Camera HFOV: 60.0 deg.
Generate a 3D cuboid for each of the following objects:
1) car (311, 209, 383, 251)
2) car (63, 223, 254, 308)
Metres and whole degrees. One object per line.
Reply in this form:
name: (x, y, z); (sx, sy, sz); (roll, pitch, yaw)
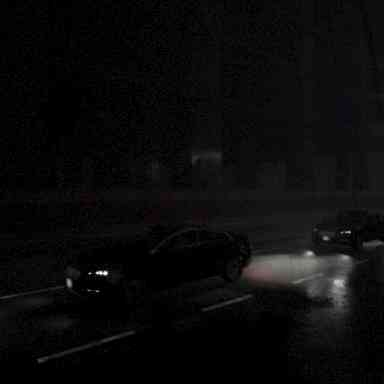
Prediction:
car: (7.108, 1.539, 14.589); (4.902, 1.511, 2.128); (0, 0, -40)
car: (-0.559, 1.553, 8.219); (4.902, 1.511, 2.128); (0, 0, -39)
